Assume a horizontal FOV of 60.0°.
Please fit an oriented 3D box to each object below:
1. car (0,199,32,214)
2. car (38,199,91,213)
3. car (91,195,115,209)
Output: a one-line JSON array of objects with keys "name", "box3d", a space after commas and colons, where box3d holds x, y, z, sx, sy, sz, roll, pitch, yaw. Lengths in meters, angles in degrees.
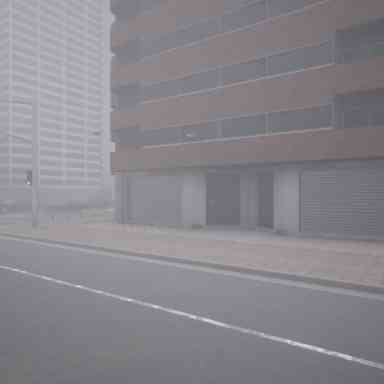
[{"name": "car", "box3d": [-18.736, 1.477, 35.595, 1.882, 1.535, 5.008, 0, 0, 35]}, {"name": "car", "box3d": [-13.872, 1.601, 36.458, 1.895, 1.301, 4.718, 0, 0, 35]}, {"name": "car", "box3d": [-12.781, 1.505, 44.149, 1.837, 1.490, 4.892, 0, 0, 35]}]
